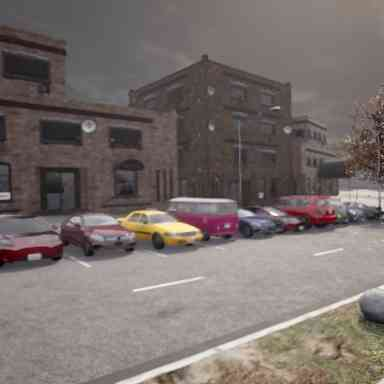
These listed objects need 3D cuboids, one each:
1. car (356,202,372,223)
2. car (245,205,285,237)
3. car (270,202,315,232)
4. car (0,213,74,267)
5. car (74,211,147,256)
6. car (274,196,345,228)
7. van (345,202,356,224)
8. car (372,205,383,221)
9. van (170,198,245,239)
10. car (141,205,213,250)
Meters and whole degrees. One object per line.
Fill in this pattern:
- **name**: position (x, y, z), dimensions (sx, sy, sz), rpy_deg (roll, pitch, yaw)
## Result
- **car**: position (10.811, 1.420, 25.546), dimensions (2.185, 1.767, 4.553), rpy_deg (0, 0, -40)
- **car**: position (2.497, 1.586, 18.583), dimensions (2.002, 1.452, 4.674), rpy_deg (0, 0, -38)
- **car**: position (4.543, 1.579, 20.213), dimensions (2.163, 1.488, 4.792), rpy_deg (0, 0, -39)
- **car**: position (-6.118, 1.540, 11.895), dimensions (2.163, 1.488, 4.792), rpy_deg (0, 0, -36)
- **car**: position (-3.950, 1.563, 13.557), dimensions (2.002, 1.452, 4.674), rpy_deg (0, 0, -37)
- **car**: position (6.602, 1.300, 22.002), dimensions (2.435, 2.045, 5.566), rpy_deg (0, 0, -40)
- **van**: position (8.794, 1.322, 23.661), dimensions (1.878, 1.987, 4.442), rpy_deg (0, 0, -40)
- **car**: position (12.945, 1.542, 27.289), dimensions (2.231, 1.521, 4.892), rpy_deg (0, 0, -40)
- **van**: position (0.301, 1.314, 16.986), dimensions (1.878, 1.987, 4.442), rpy_deg (0, 0, -38)
- **car**: position (-1.668, 1.528, 15.065), dimensions (1.946, 1.575, 5.366), rpy_deg (0, 0, -37)
